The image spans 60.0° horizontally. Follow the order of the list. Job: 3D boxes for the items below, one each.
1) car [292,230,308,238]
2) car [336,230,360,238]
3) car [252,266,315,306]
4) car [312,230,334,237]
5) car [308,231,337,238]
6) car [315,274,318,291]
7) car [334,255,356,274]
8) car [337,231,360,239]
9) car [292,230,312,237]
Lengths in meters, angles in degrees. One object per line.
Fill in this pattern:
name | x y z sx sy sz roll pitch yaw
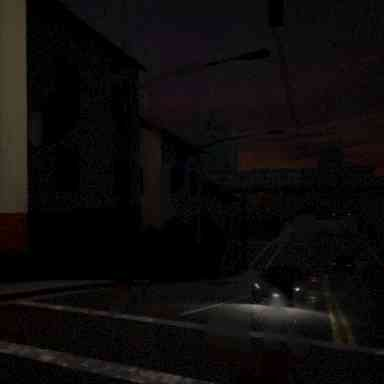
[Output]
car | 26.041 9.928 78.882 2.038 1.542 4.974 0 -1 -25
car | 35.569 9.620 75.981 1.853 1.218 4.536 0 -1 -40
car | 3.910 3.858 14.052 2.033 1.411 5.357 -2 -14 21
car | 30.375 9.698 77.204 4.536 1.218 1.853 -1 -1 -15
car | 30.327 9.856 77.189 4.974 1.542 2.038 -1 -1 -15
car | 9.328 7.186 27.663 2.097 1.767 4.553 -1 -14 22
car | 20.326 9.429 44.276 2.150 2.045 5.566 -2 -1 31
car | 35.605 9.777 75.939 2.038 1.542 4.974 0 -1 -40
car | 26.017 9.771 78.930 1.853 1.218 4.536 0 -1 -25
